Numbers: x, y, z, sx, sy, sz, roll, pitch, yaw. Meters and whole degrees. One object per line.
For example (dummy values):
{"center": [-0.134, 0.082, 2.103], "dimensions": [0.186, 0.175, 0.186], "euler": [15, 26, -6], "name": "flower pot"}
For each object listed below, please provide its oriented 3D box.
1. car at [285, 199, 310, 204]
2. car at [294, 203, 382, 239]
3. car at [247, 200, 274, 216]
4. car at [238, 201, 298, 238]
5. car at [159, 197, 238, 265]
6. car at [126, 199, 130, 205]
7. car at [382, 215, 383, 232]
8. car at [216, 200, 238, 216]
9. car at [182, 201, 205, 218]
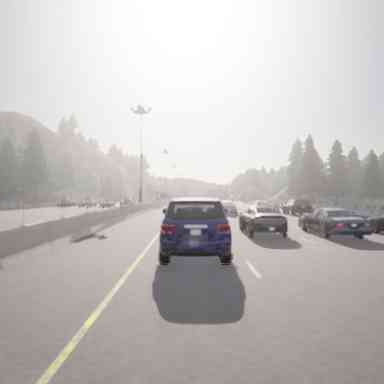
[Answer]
{"center": [10.608, 1.446, 33.767], "dimensions": [2.097, 1.767, 4.553], "euler": [0, -1, 0], "name": "car"}
{"center": [7.103, 1.517, 17.086], "dimensions": [2.033, 1.411, 5.357], "euler": [0, 0, 0], "name": "car"}
{"center": [7.095, 1.633, 34.945], "dimensions": [1.812, 1.442, 4.674], "euler": [0, -1, 0], "name": "car"}
{"center": [3.605, 1.460, 17.432], "dimensions": [2.128, 1.511, 4.902], "euler": [0, 0, 0], "name": "car"}
{"center": [0.102, 1.186, 11.702], "dimensions": [2.150, 2.045, 5.566], "euler": [0, 0, 0], "name": "car"}
{"center": [-10.487, 1.899, 55.817], "dimensions": [1.837, 1.490, 4.892], "euler": [0, -1, 0], "name": "car"}
{"center": [10.604, 1.517, 16.095], "dimensions": [2.033, 1.411, 5.357], "euler": [0, 0, 0], "name": "car"}
{"center": [3.608, 1.629, 34.718], "dimensions": [1.812, 1.442, 4.674], "euler": [0, -1, 0], "name": "car"}
{"center": [0.108, 1.610, 31.593], "dimensions": [2.033, 1.411, 5.357], "euler": [0, -1, 0], "name": "car"}
